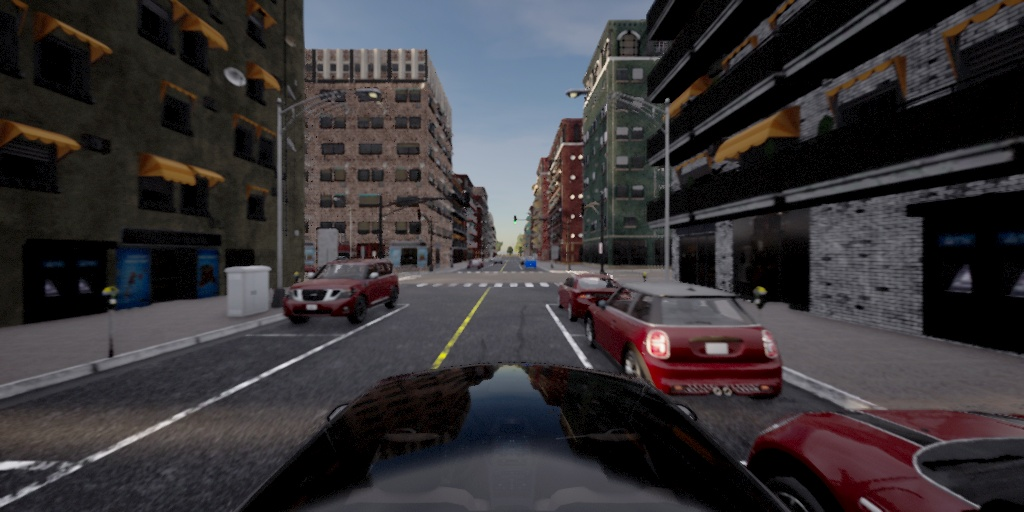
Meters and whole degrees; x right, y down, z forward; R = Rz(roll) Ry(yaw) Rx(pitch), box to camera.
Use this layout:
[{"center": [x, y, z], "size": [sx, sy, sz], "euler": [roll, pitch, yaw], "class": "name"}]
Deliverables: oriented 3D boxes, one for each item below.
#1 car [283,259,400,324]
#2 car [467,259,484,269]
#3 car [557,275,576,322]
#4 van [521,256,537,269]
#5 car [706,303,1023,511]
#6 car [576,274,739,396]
[{"center": [-5.314, 1.031, 12.027], "size": [2.192, 1.841, 5.009], "euler": [0, 0, 0], "class": "car"}, {"center": [-5.279, 1.164, 50.232], "size": [1.802, 1.307, 4.207], "euler": [0, 0, 0], "class": "car"}, {"center": [2.566, 1.261, 12.027], "size": [1.888, 1.381, 4.507], "euler": [0, 0, 0], "class": "car"}, {"center": [2.569, 0.923, 50.070], "size": [1.690, 1.789, 3.998], "euler": [0, 0, 0], "class": "van"}, {"center": [2.566, 1.193, 0.838], "size": [1.967, 1.591, 4.097], "euler": [0, 0, 0], "class": "car"}, {"center": [2.566, 1.174, 6.432], "size": [1.967, 1.591, 4.097], "euler": [0, 0, 0], "class": "car"}]
